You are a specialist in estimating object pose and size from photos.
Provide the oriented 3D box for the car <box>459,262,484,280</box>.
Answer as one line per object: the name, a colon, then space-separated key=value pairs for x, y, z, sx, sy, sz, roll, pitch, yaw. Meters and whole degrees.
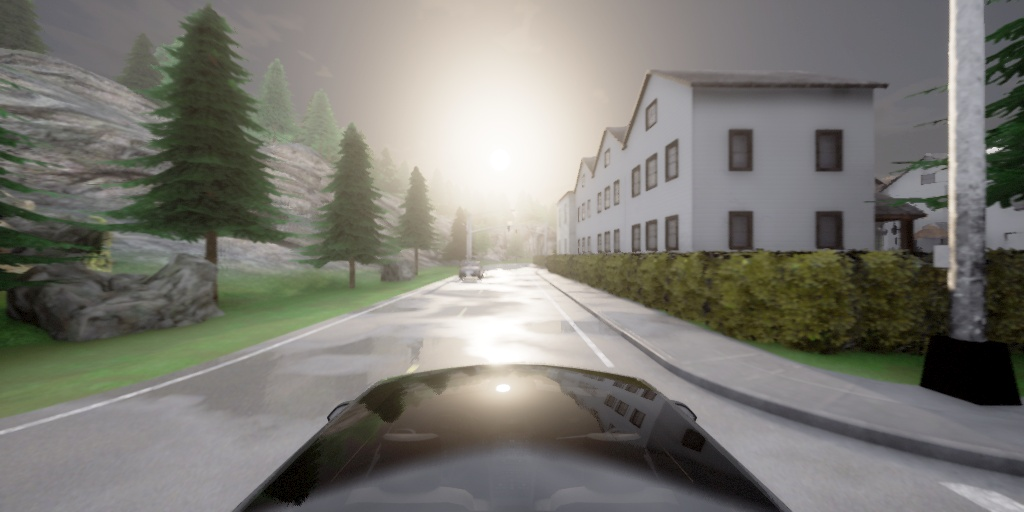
car: x=-3.495 y=1.250 z=31.449 sx=2.128 sy=1.511 sz=4.902 roll=0 pitch=0 yaw=0
